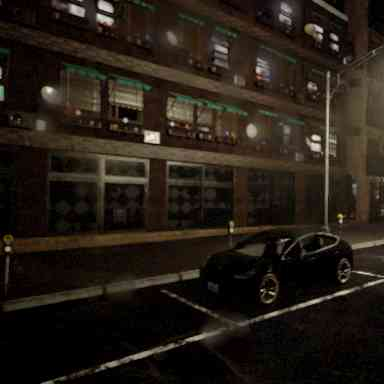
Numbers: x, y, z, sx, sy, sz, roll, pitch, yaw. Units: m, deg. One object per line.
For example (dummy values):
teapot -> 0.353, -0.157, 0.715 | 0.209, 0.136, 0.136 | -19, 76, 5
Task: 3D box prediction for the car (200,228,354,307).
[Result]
car -> 2.219, 1.595, 8.112 | 4.313, 1.339, 1.947 | 0, 1, -35
